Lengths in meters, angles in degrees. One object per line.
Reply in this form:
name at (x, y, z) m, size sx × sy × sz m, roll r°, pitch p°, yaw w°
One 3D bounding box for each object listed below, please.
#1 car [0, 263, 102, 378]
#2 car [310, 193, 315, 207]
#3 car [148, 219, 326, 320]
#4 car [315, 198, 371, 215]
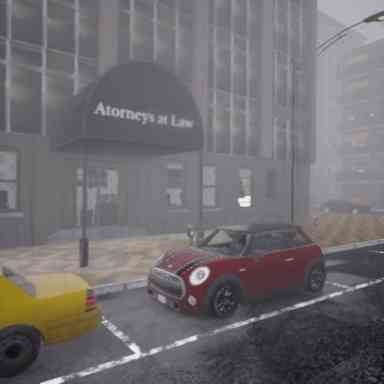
car at (-3.594, 1.524, 3.985) m, size 4.829 × 1.417 × 1.752 m, roll 0°, pitch 0°, yaw -36°
car at (14.355, 1.034, 44.992) m, size 2.192 × 1.841 × 5.009 m, roll 2°, pitch 0°, yaw -36°
car at (1.070, 1.453, 7.313) m, size 4.097 × 1.590 × 1.967 m, roll 0°, pitch 0°, yaw -36°
car at (14.210, 1.338, 30.907) m, size 1.887 × 1.381 × 4.507 m, roll 2°, pitch 0°, yaw -36°
